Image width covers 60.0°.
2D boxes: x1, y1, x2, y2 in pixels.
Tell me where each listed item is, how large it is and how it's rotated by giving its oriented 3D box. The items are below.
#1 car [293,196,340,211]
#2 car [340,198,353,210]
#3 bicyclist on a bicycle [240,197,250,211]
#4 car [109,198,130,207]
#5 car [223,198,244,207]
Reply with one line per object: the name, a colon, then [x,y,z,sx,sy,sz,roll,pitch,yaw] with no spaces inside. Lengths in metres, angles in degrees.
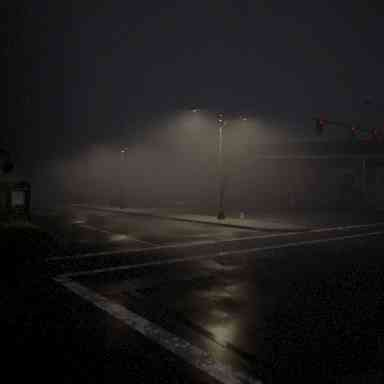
car: [13.850,1.295,38.107,2.242,1.667,4.611,0,0,-35]
car: [18.112,1.456,42.034,1.970,1.475,3.806,0,0,-35]
bicyclist on a bicycle: [6.271,1.430,39.743,1.656,1.620,0.582,-6,-7,-37]
car: [-11.145,1.564,50.702,1.994,1.385,4.181,0,0,-35]
car: [6.572,1.564,52.353,1.994,1.385,4.181,0,0,35]
